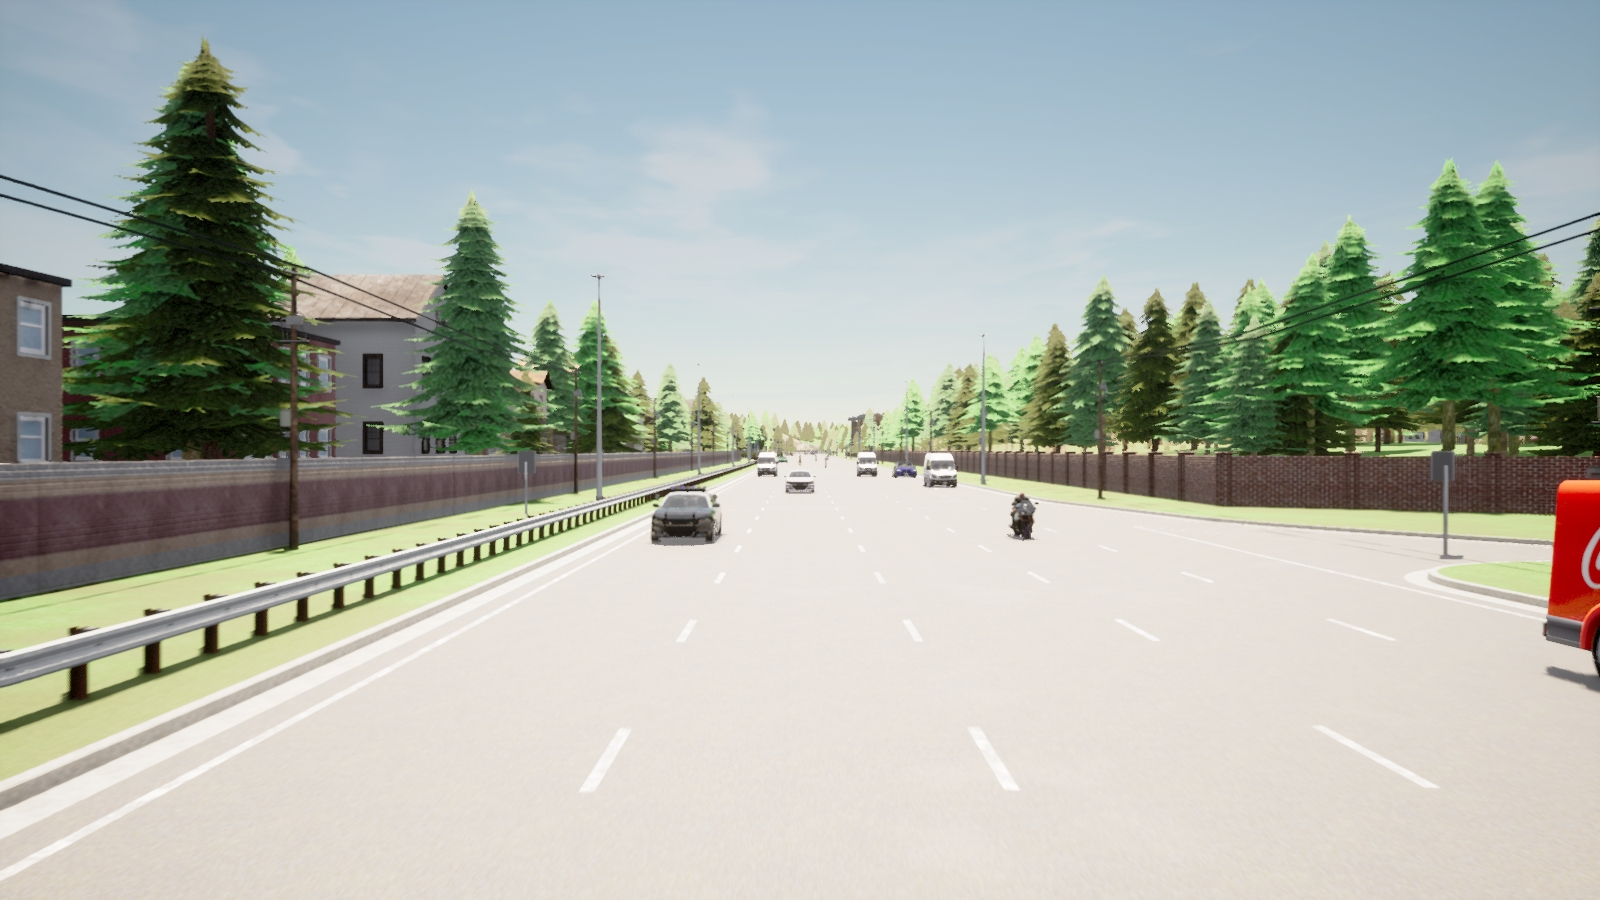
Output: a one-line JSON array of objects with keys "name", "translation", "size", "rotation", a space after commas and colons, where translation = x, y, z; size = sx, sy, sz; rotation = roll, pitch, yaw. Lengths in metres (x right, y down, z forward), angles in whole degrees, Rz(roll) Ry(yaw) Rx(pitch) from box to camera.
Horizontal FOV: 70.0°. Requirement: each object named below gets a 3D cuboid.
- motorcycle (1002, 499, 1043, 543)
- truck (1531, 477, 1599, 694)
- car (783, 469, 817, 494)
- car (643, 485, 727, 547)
[{"name": "motorcycle", "translation": [7.000, 2.204, 36.035], "size": [0.867, 1.251, 2.209], "rotation": [0, 0, 0]}, {"name": "truck", "translation": [10.499, 1.568, 11.751], "size": [2.627, 2.467, 5.204], "rotation": [0, 0, 0]}, {"name": "car", "translation": [-0.001, 2.034, 74.778], "size": [2.097, 1.535, 5.006], "rotation": [0, 0, 0]}, {"name": "car", "translation": [-3.501, 1.982, 35.676], "size": [2.097, 1.638, 5.238], "rotation": [0, 0, 0]}]
